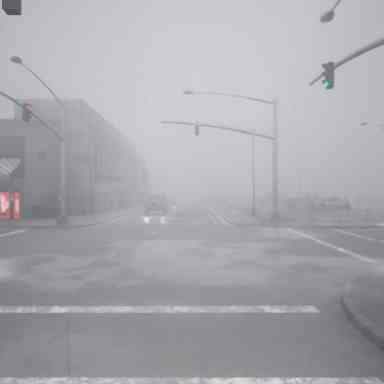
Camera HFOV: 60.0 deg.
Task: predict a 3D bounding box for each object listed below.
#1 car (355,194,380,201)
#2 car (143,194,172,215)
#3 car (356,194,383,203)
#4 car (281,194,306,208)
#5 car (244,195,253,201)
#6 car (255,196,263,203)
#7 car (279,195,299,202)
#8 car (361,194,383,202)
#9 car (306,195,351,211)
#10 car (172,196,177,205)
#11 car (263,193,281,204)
[{"bbox_3d":[39.839,1.288,75.648,4.514,1.523,2.007,0,0,0],"label":"car"},{"bbox_3d":[-3.635,1.191,34.455,2.150,2.045,5.566,0,0,0],"label":"car"},{"bbox_3d":[32.235,1.282,60.657,3.633,1.501,1.845,0,0,0],"label":"car"},{"bbox_3d":[14.121,1.133,41.324,5.027,1.636,2.152,0,0,0],"label":"car"},{"bbox_3d":[13.805,1.323,75.608,3.633,1.501,1.845,0,0,0],"label":"car"},{"bbox_3d":[13.690,1.063,57.024,4.605,1.855,1.932,0,0,0],"label":"car"},{"bbox_3d":[21.229,1.336,72.636,3.806,1.475,1.970,0,0,0],"label":"car"},{"bbox_3d":[39.895,1.282,72.512,5.027,1.636,2.152,0,0,0],"label":"car"},{"bbox_3d":[14.452,1.217,34.907,3.806,1.475,1.970,0,0,0],"label":"car"},{"bbox_3d":[-3.625,1.428,56.315,1.882,1.535,5.008,0,0,0],"label":"car"},{"bbox_3d":[14.106,1.045,54.119,3.866,1.878,1.905,0,0,0],"label":"car"}]
